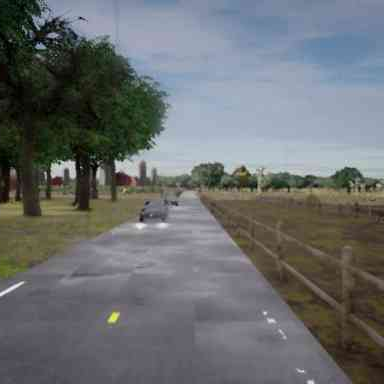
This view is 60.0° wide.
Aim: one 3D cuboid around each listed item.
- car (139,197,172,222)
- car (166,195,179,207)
[{"bbox_3d":[-2.805,1.384,25.218,1.837,1.490,4.892,0,0,0],"label":"car"},{"bbox_3d":[-2.813,1.161,44.974,1.882,1.535,5.008,0,0,0],"label":"car"}]
